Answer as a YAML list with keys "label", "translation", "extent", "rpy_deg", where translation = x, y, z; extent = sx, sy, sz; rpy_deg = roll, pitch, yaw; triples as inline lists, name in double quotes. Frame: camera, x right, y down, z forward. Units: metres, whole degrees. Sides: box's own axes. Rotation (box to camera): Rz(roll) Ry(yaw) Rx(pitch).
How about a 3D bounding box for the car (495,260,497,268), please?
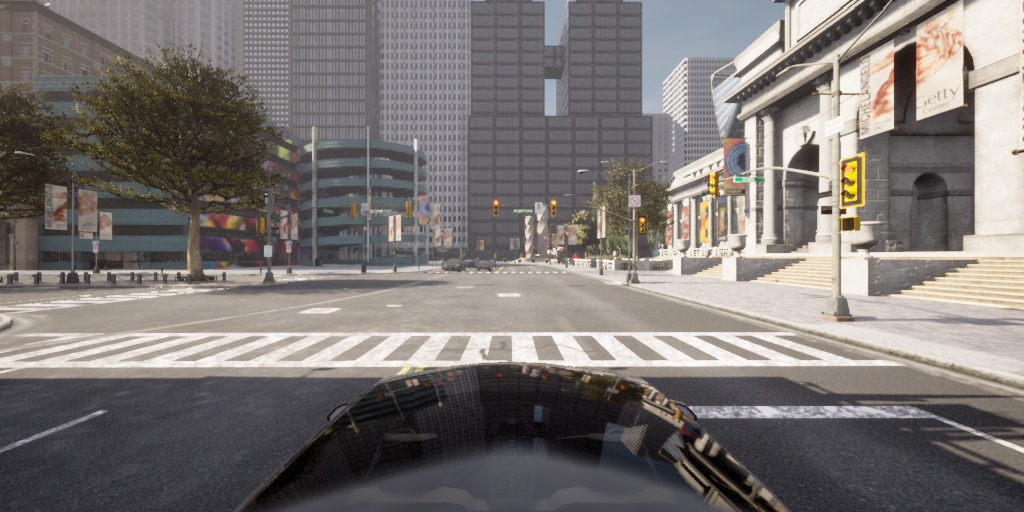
- label: "car"
  translation: [-3.568, 1.297, 60.648]
  extent: [2.033, 1.411, 5.357]
  rpy_deg: [0, 0, 0]

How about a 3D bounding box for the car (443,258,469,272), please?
- label: "car"
  translation: [-7.307, 1.101, 45.591]
  extent: [2.097, 1.767, 4.553]
  rpy_deg: [0, 0, 4]

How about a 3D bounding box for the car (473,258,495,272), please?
- label: "car"
  translation: [-3.574, 1.255, 46.750]
  extent: [1.837, 1.490, 4.892]
  rpy_deg: [0, 0, 0]

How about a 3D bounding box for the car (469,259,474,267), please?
- label: "car"
  translation: [-7.066, 1.227, 59.725]
  extent: [1.882, 1.535, 5.008]
  rpy_deg: [0, 0, 0]
